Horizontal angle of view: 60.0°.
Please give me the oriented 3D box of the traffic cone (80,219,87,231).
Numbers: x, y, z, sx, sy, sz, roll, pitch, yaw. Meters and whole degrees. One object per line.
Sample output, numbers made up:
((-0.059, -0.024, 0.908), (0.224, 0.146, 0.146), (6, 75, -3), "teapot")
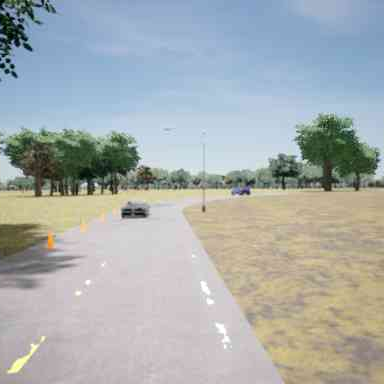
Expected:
((-5.697, 1.741, 17.495), (0.340, 0.580, 0.340), (0, 1, -4), "traffic cone")

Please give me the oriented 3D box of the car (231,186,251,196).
((10.860, -0.231, 73.880), (2.150, 2.045, 5.566), (0, 2, 41), "car")

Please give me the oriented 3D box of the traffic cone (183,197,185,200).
((-1.369, 1.032, 57.925), (0.340, 0.580, 0.340), (0, 2, 24), "traffic cone")

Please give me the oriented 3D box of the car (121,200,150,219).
((-4.309, 1.273, 25.696), (1.895, 1.301, 4.718), (0, 1, -4), "car")

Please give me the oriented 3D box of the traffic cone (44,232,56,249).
((-5.321, 1.810, 12.509), (0.340, 0.580, 0.340), (0, 1, -4), "traffic cone")

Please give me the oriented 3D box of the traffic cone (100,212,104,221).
((-6.074, 1.671, 22.480), (0.340, 0.580, 0.340), (0, 1, -4), "traffic cone")
